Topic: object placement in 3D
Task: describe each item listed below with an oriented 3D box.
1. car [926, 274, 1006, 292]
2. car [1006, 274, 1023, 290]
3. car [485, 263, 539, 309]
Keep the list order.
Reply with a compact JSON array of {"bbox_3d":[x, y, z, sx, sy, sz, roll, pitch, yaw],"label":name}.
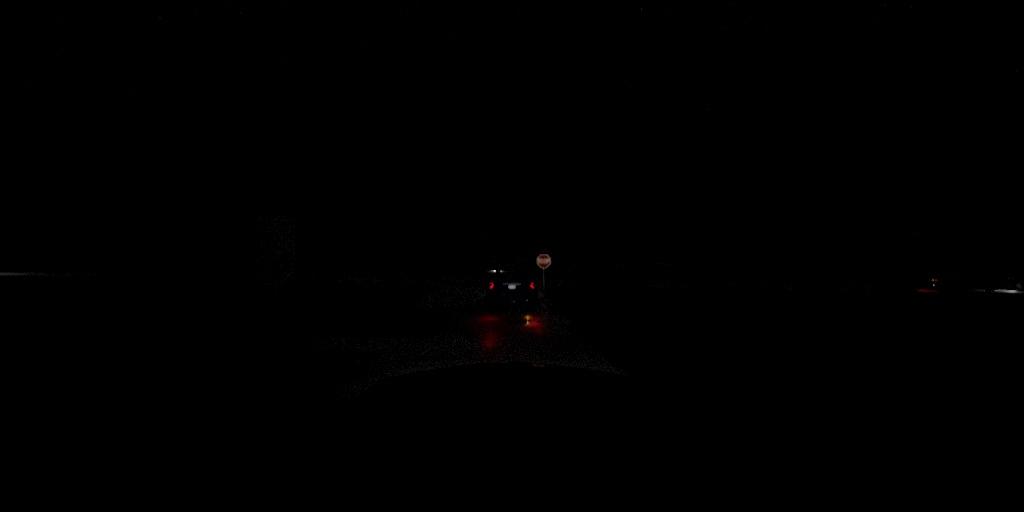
[{"bbox_3d":[39.521,2.318,31.522,4.892,1.490,1.837,1,0,0],"label":"car"},{"bbox_3d":[48.663,2.496,34.276,4.892,1.490,1.837,1,0,0],"label":"car"},{"bbox_3d":[0.001,1.253,15.939,2.097,1.767,4.553,0,-1,0],"label":"car"}]
